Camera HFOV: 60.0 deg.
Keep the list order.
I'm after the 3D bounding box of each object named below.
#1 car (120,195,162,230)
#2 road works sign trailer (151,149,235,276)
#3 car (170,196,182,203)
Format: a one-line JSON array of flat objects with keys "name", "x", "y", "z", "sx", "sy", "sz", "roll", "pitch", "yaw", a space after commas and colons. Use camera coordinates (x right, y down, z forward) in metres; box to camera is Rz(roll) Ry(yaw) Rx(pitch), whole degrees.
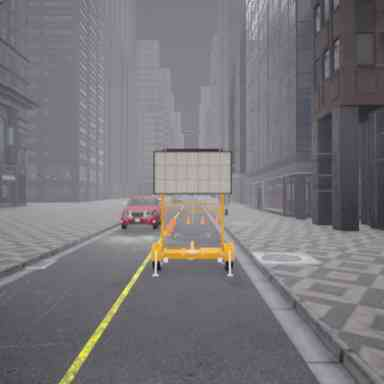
[{"name": "car", "x": -3.077, "y": 1.243, "z": 21.524, "sx": 2.150, "sy": 2.045, "sz": 5.566, "roll": 0, "pitch": 0, "yaw": 0}, {"name": "road works sign trailer", "x": 0.022, "y": 0.469, "z": 10.306, "sx": 2.380, "sy": 3.560, "sz": 2.880, "roll": 0, "pitch": 0, "yaw": 0}, {"name": "car", "x": -2.995, "y": 1.471, "z": 62.258, "sx": 2.097, "sy": 1.767, "sz": 4.553, "roll": 0, "pitch": 0, "yaw": 1}]
